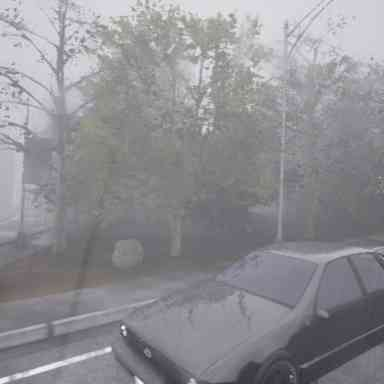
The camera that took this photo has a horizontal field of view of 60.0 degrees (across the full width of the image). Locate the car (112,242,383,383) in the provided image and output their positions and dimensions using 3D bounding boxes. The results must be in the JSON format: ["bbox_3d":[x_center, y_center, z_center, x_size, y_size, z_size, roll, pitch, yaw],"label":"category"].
[{"bbox_3d":[1.657,1.509,4.868,5.357,1.411,2.033,-1,1,-35],"label":"car"}]
